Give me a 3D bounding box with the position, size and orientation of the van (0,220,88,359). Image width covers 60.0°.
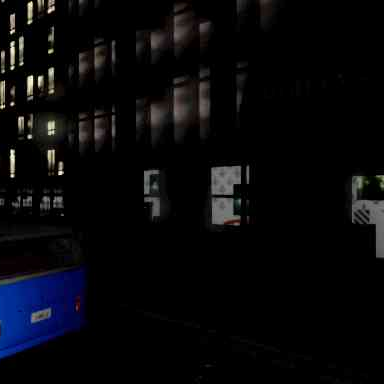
[{"bbox_3d":[-3.431,1.341,5.331,3.998,1.788,1.690,0,0,36],"label":"van"}]
